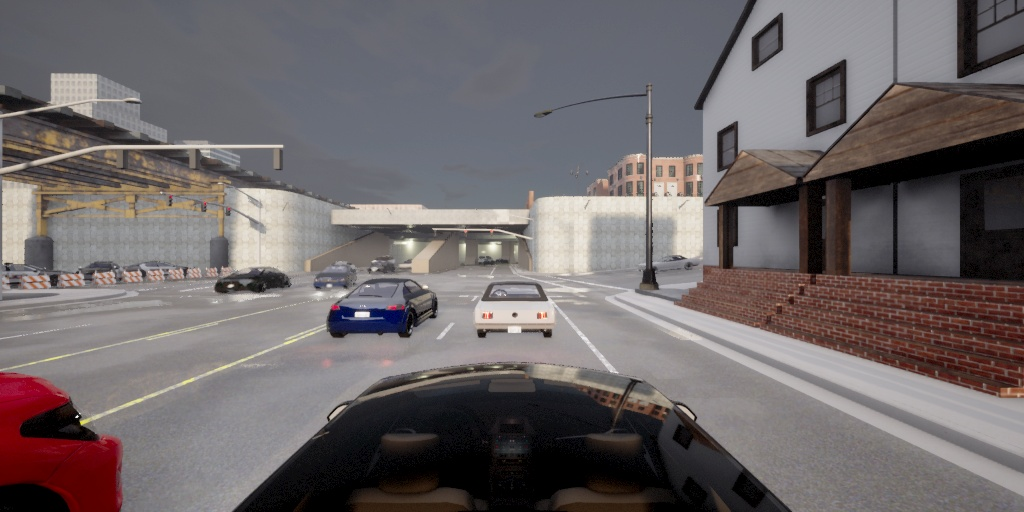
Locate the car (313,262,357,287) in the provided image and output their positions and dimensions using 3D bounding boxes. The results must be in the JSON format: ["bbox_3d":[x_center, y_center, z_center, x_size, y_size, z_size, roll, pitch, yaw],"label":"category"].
[{"bbox_3d":[-11.107,1.297,22.934,2.033,1.411,5.357,0,0,-16],"label":"car"}]

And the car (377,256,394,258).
[{"bbox_3d":[-18.489,0.972,51.823,2.150,2.045,5.566,0,0,-2],"label":"car"}]

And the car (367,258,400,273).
[{"bbox_3d":[-14.653,1.241,40.346,2.128,1.511,4.902,0,0,-2],"label":"car"}]

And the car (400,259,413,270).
[{"bbox_3d":[-14.990,1.351,52.378,1.895,1.301,4.718,0,0,-1],"label":"car"}]

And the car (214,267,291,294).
[{"bbox_3d":[-14.289,1.314,20.017,1.994,1.385,4.181,0,0,-5],"label":"car"}]

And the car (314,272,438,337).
[{"bbox_3d":[-3.429,1.314,10.243,1.994,1.385,4.181,0,0,0],"label":"car"}]

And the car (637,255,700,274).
[{"bbox_3d":[13.060,0.665,30.175,4.718,1.301,1.895,-7,0,0],"label":"car"}]

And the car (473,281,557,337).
[{"bbox_3d":[0.072,1.351,10.197,1.895,1.301,4.718,0,0,0],"label":"car"}]
